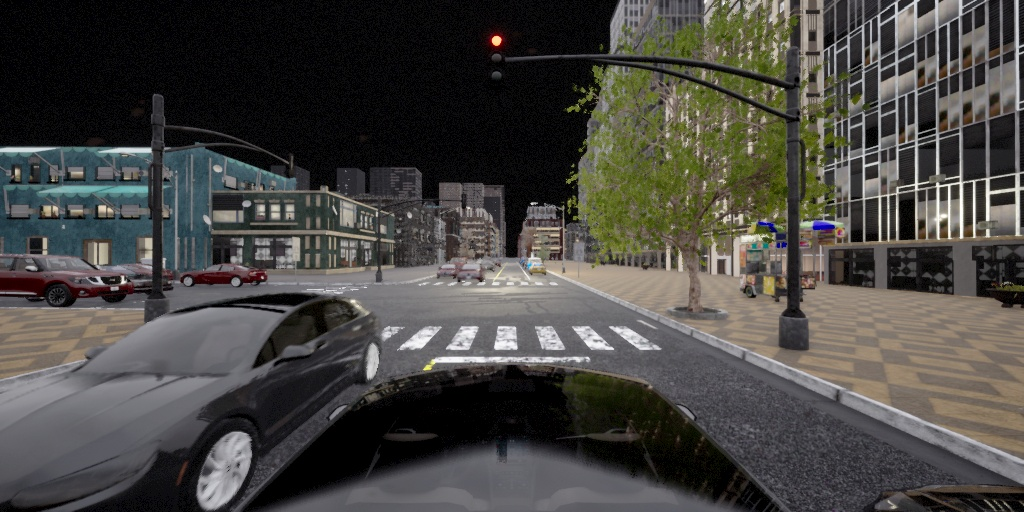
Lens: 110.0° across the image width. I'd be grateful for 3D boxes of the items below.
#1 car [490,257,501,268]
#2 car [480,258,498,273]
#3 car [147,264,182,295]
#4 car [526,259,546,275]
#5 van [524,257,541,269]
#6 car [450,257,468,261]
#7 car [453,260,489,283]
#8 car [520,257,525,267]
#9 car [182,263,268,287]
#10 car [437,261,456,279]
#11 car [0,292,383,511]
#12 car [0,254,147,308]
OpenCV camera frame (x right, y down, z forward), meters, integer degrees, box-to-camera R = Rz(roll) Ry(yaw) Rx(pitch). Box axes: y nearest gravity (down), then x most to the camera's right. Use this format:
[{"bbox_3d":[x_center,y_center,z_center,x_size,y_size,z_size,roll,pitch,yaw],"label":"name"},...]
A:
[{"bbox_3d":[-2.997,1.107,63.285,2.097,1.767,4.553,0,0,1],"label":"car"},{"bbox_3d":[-3.065,1.259,44.207,1.837,1.490,4.892,0,0,0],"label":"car"},{"bbox_3d":[-18.227,1.082,15.733,5.357,1.411,2.033,1,0,-1],"label":"car"},{"bbox_3d":[2.720,1.278,38.251,1.751,1.417,4.829,0,0,0],"label":"car"},{"bbox_3d":[2.724,1.094,43.633,1.690,1.789,3.998,0,0,0],"label":"van"},{"bbox_3d":[-5.661,1.067,38.085,2.192,1.841,5.009,0,0,0],"label":"car"},{"bbox_3d":[-3.080,1.277,27.765,1.812,1.442,4.674,0,0,0],"label":"car"},{"bbox_3d":[2.732,1.305,54.735,2.007,1.370,4.403,0,0,0],"label":"car"},{"bbox_3d":[-17.261,1.121,21.535,4.507,1.381,1.888,0,0,-1],"label":"car"},{"bbox_3d":[-5.665,1.334,32.534,1.802,1.307,4.207,0,0,0],"label":"car"},{"bbox_3d":[-3.096,1.256,4.237,1.837,1.490,4.892,0,0,0],"label":"car"},{"bbox_3d":[-17.149,0.850,13.155,5.009,1.841,2.192,0,0,-1],"label":"car"}]
